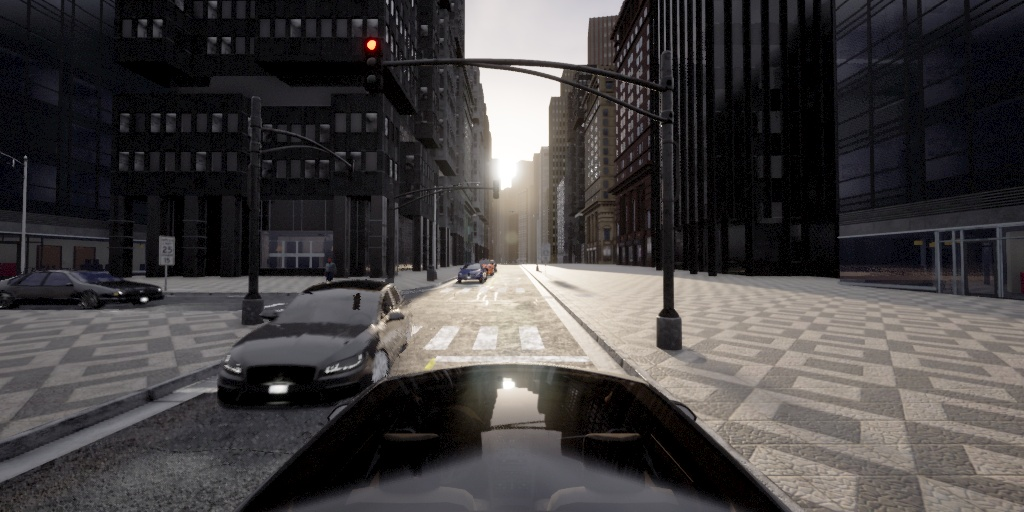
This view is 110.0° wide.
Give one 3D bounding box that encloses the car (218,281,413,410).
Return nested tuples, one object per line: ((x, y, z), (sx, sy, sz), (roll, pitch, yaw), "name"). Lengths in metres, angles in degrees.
((-2.973, 1.259, 6.489), (1.837, 1.490, 4.892), (2, 0, -8), "car")

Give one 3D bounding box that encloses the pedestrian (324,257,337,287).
((-9.969, 0.974, 19.605), (0.375, 1.860, 0.375), (0, -1, 0), "pedestrian")

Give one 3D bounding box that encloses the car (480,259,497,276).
((-3.021, 1.138, 38.252), (2.097, 1.767, 4.553), (0, 0, 0), "car")

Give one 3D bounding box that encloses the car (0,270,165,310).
((-16.370, 1.231, 13.389), (5.357, 1.411, 2.033), (0, -1, 0), "car")

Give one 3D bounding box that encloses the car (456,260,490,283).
((-3.045, 1.289, 28.247), (1.812, 1.442, 4.674), (0, 0, 2), "car")
